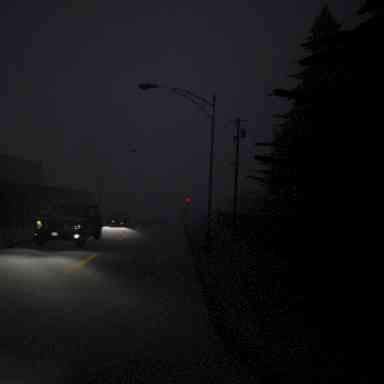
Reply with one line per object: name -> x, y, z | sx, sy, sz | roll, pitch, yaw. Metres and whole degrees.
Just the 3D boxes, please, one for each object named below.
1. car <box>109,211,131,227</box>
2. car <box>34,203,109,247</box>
car -> -6.808, 2.400, 30.374 | 1.994, 1.385, 4.181 | 3, -2, -2
car -> -6.229, 1.606, 17.534 | 2.150, 2.045, 5.566 | 3, -2, -3
